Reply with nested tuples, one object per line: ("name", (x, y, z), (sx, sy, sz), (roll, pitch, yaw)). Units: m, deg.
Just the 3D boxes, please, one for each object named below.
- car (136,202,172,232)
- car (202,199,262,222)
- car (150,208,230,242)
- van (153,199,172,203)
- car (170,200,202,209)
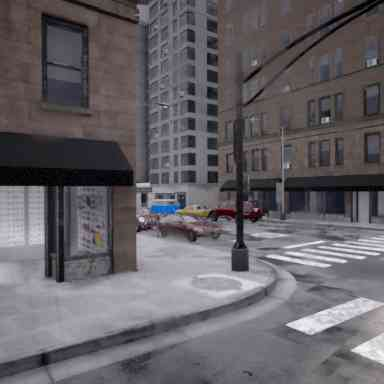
("car", (-3.460, 1.705, 22.093), (1.967, 1.590, 4.097), (-1, 0, -36))
("car", (3.456, 1.521, 27.073), (2.192, 1.841, 5.009), (-1, 0, -36))
("car", (-0.242, 1.778, 17.626), (1.802, 1.307, 4.206), (-1, 0, -36))
("van", (-2.973, 1.688, 36.009), (1.690, 1.788, 3.998), (-1, 0, -36))
("car", (0.147, 1.804, 31.679), (1.752, 1.417, 4.829), (-1, 0, -36))
